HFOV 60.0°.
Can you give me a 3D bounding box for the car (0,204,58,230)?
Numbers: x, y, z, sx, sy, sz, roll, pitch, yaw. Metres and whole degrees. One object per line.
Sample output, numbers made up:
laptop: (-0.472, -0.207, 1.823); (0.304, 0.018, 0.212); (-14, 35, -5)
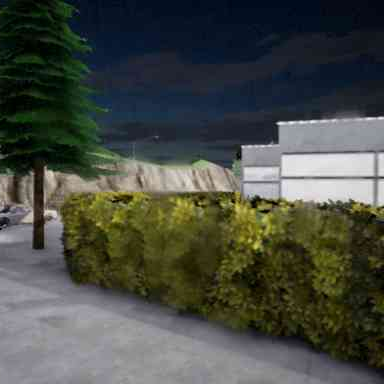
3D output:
car: (-10.123, 1.353, 19.168); (1.895, 1.301, 4.718); (1, 0, 26)
